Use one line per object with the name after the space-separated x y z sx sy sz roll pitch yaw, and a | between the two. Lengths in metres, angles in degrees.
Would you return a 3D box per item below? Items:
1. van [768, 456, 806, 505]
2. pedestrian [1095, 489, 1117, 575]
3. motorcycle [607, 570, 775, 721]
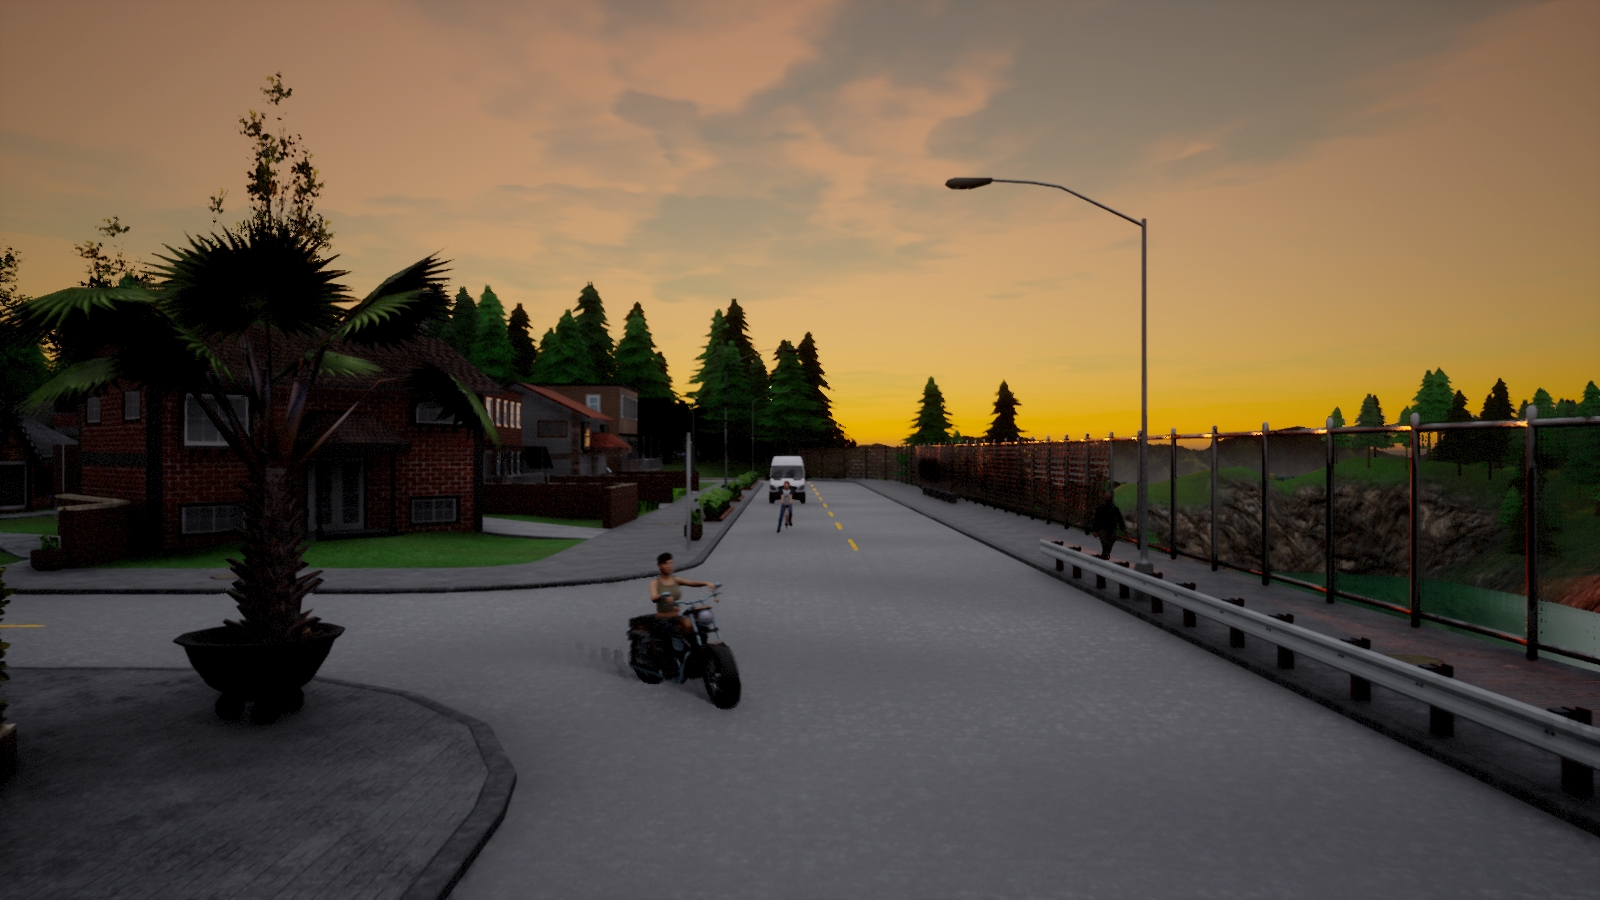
-0.692 1.620 62.741 1.988 2.561 5.915 0 0 -1 | van
6.681 1.780 24.932 0.375 1.860 0.375 0 0 -1 | pedestrian
-1.311 2.175 13.178 0.764 1.307 2.356 -3 2 -37 | motorcycle
